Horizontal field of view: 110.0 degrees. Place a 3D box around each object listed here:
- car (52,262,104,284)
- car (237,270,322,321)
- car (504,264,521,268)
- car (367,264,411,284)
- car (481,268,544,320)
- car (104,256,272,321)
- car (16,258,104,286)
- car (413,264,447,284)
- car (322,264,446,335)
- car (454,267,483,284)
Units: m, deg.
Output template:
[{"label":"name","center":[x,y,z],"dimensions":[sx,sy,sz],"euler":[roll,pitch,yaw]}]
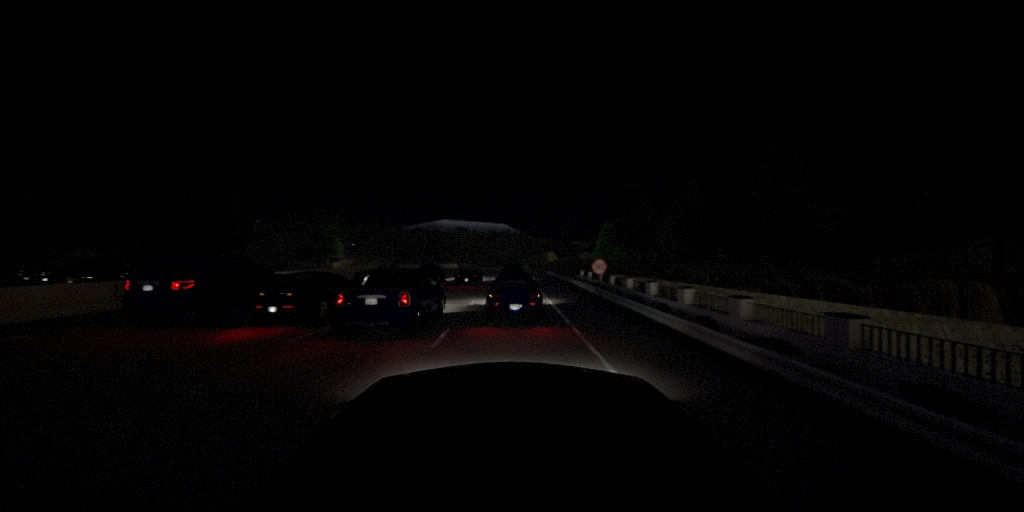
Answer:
[{"label":"car","center":[-28.078,1.413,25.290],"dimensions":[2.128,1.511,4.902],"euler":[0,-1,0]},{"label":"car","center":[-6.912,1.308,12.765],"dimensions":[1.837,1.490,4.892],"euler":[0,-1,0]},{"label":"car","center":[0.065,1.464,30.928],"dimensions":[1.837,1.490,4.892],"euler":[0,-1,0]},{"label":"car","center":[-10.435,1.455,30.848],"dimensions":[2.128,1.511,4.902],"euler":[0,-1,0]},{"label":"car","center":[0.074,1.326,12.730],"dimensions":[1.812,1.442,4.674],"euler":[0,0,0]},{"label":"car","center":[-10.412,1.028,12.932],"dimensions":[2.150,2.045,5.566],"euler":[0,0,0]},{"label":"car","center":[-31.570,1.153,26.105],"dimensions":[2.150,2.045,5.566],"euler":[0,-1,1]},{"label":"car","center":[-6.934,1.467,30.913],"dimensions":[1.837,1.490,4.892],"euler":[0,-1,0]},{"label":"car","center":[-3.411,1.141,10.813],"dimensions":[2.097,1.767,4.553],"euler":[0,0,0]},{"label":"car","center":[-3.433,1.546,29.257],"dimensions":[1.895,1.301,4.718],"euler":[0,-1,0]}]
